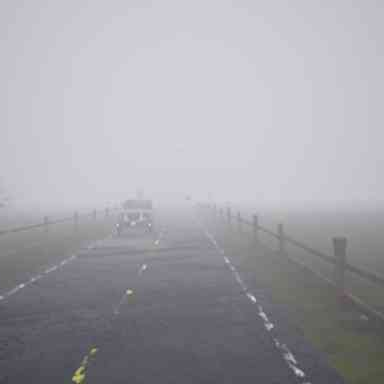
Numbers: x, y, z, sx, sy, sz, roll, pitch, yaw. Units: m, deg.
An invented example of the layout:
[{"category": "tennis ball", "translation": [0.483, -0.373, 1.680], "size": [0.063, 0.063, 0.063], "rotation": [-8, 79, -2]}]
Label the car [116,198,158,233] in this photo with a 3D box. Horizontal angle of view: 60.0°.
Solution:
[{"category": "car", "translation": [-3.410, 1.437, 21.448], "size": [2.150, 2.045, 5.566], "rotation": [0, -1, -2]}]
